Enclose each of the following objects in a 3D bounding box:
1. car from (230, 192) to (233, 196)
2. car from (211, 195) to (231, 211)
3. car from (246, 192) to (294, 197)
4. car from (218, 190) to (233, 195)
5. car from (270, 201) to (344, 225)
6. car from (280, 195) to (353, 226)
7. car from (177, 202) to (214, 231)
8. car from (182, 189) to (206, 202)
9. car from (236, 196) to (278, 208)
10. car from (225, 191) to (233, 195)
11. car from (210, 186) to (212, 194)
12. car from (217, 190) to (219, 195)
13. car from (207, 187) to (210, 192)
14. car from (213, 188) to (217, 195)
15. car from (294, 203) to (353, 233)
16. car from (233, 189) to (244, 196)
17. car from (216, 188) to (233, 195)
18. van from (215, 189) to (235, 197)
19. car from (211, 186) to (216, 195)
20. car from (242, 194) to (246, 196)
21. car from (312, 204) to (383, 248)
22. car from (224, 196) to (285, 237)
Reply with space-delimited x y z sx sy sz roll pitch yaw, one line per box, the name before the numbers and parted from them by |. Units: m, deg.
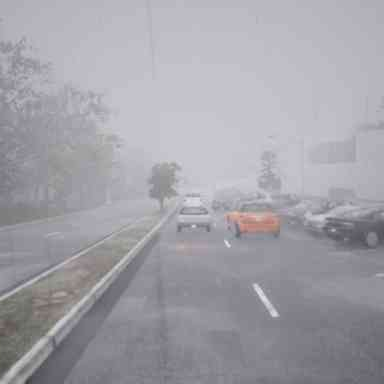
car | 8.243 1.120 44.466 5.366 1.575 1.946 0 1 -20
car | 3.100 1.363 36.365 1.895 1.301 4.718 0 1 0
car | 8.099 1.085 29.391 5.566 2.045 2.435 1 0 -20
car | 8.046 0.810 62.393 4.792 1.488 2.163 0 1 -20
car | 8.073 1.430 23.370 4.674 1.452 2.002 1 1 -20
car | 8.103 1.280 20.380 4.553 1.767 2.185 1 1 -20
car | 0.100 1.521 20.022 1.895 1.301 4.718 0 0 0
car | 0.100 0.978 36.774 2.150 2.045 5.566 0 1 0
car | 8.075 1.213 41.395 4.674 1.452 2.002 0 1 -20
car | 8.045 1.039 50.390 4.792 1.488 2.163 0 1 -20
car | 8.101 0.128 83.315 5.566 2.045 2.435 0 1 -20
car | 8.067 0.763 65.412 4.674 1.452 2.002 0 1 -20
car | 7.899 0.104 95.172 5.366 1.575 1.946 0 2 -20
car | 8.065 0.553 74.356 4.892 1.521 2.231 0 1 -20
car | 8.073 1.460 17.370 4.674 1.452 2.002 1 1 -20
car | 8.048 0.973 38.371 5.566 2.045 2.435 0 1 -20
car | 8.043 0.540 68.380 4.553 1.767 2.185 0 1 -20
van | 7.966 0.211 80.272 4.442 1.987 1.878 0 1 -20
car | 8.050 0.243 77.319 5.566 2.045 2.435 0 1 -20
car | 7.899 1.298 32.321 5.366 1.575 1.946 1 1 -20
car | 8.063 1.432 14.370 5.008 1.535 2.097 1 0 -20
car | 3.101 1.285 17.594 2.097 1.767 4.553 0 0 0
